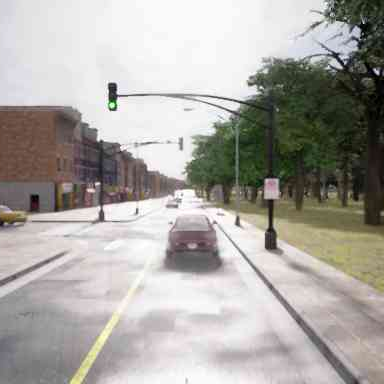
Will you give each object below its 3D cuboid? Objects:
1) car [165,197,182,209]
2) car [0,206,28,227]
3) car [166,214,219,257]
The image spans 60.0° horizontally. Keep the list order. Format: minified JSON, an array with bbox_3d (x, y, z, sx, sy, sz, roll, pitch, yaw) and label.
[{"bbox_3d":[-2.969,1.800,50.640,2.033,1.411,5.357,0,0,0],"label":"car"},{"bbox_3d":[-13.318,1.454,21.625,4.829,1.417,1.752,0,1,0],"label":"car"},{"bbox_3d":[0.027,1.590,13.064,1.812,1.442,4.674,0,0,0],"label":"car"}]
